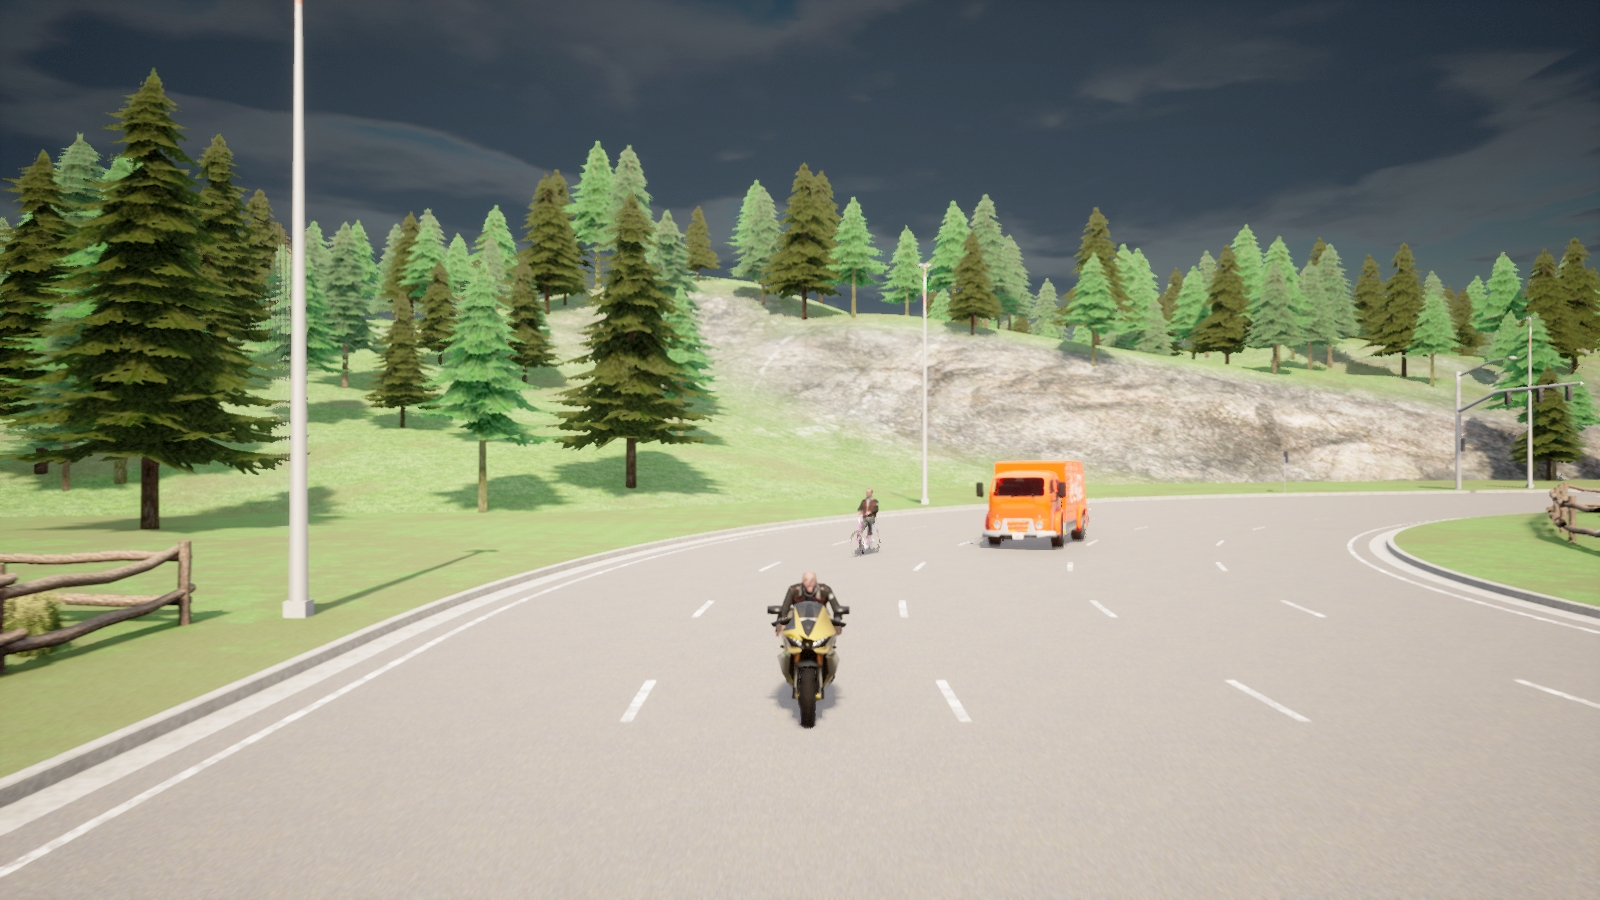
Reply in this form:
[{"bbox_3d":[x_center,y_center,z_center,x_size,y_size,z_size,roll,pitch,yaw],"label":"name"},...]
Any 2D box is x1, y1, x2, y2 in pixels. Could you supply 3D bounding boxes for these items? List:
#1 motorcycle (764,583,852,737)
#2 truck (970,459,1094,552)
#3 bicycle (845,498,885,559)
[{"bbox_3d":[0.100,2.195,12.374,0.867,1.251,2.209,0,0,1],"label":"motorcycle"},{"bbox_3d":[6.970,1.545,33.820,2.627,2.467,5.204,-1,0,22],"label":"truck"},{"bbox_3d":[1.716,2.038,29.955,0.329,1.471,1.835,0,0,27],"label":"bicycle"}]
